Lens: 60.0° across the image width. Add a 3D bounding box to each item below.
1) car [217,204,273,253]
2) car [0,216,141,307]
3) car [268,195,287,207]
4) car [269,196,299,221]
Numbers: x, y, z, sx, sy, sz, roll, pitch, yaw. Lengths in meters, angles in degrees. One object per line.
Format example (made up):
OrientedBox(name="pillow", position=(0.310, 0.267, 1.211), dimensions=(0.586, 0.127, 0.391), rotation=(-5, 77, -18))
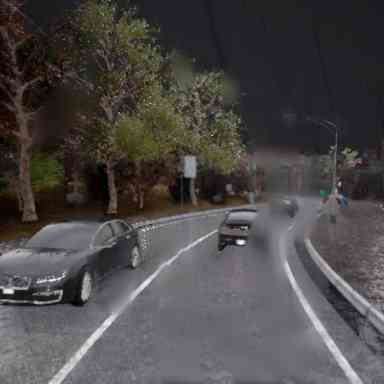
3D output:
OrientedBox(name="car", position=(2.227, 1.444, 13.588), dimensions=(1.837, 1.490, 4.892), rotation=(1, 0, 14))
OrientedBox(name="car", position=(-2.681, 1.398, 7.983), dimensions=(1.837, 1.490, 4.892), rotation=(1, 1, 10))
OrientedBox(name="car", position=(12.538, 1.296, 48.349), dimensions=(1.837, 1.490, 4.892), rotation=(3, 1, 24))
OrientedBox(name="car", position=(8.423, 1.425, 29.906), dimensions=(1.882, 1.535, 5.008), rotation=(3, 1, 23))
